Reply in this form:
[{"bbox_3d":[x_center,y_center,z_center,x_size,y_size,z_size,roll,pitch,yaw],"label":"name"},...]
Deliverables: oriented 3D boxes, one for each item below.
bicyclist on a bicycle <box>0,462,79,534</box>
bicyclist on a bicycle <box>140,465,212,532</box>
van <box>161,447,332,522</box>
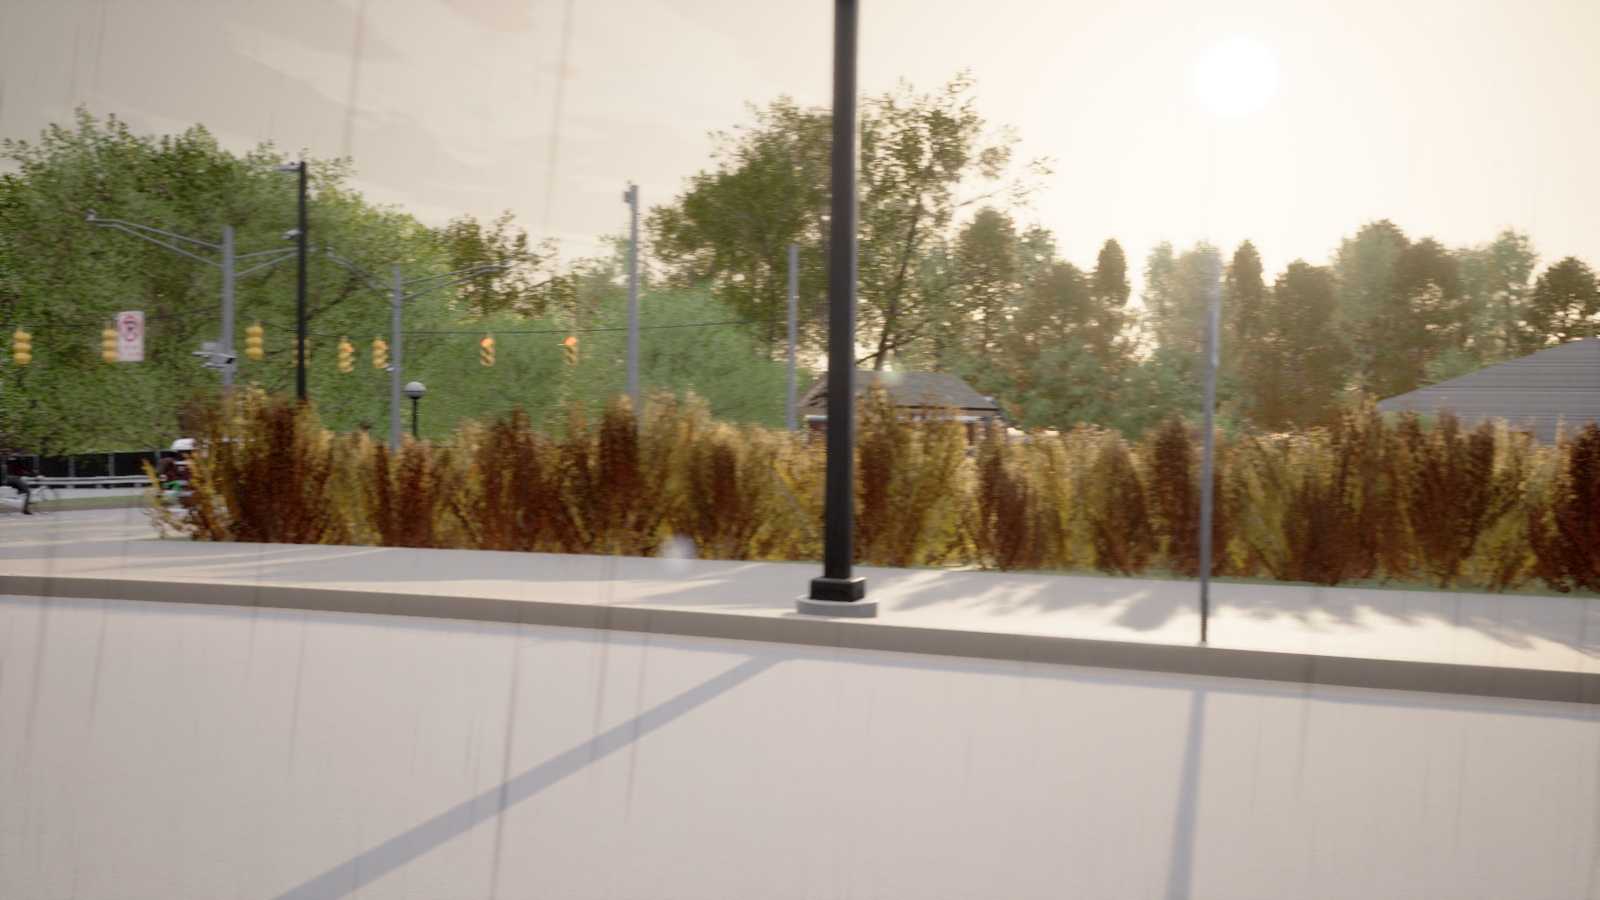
[{"bbox_3d":[-19.239,1.187,31.657,0.659,1.776,1.843,-1,-1,21],"label":"bicyclist on a bicycle"},{"bbox_3d":[-15.589,1.186,31.402,0.582,1.620,1.656,-1,-1,21],"label":"bicyclist on a bicycle"},{"bbox_3d":[-16.699,1.000,38.145,2.069,2.038,4.480,-2,0,22],"label":"van"}]
